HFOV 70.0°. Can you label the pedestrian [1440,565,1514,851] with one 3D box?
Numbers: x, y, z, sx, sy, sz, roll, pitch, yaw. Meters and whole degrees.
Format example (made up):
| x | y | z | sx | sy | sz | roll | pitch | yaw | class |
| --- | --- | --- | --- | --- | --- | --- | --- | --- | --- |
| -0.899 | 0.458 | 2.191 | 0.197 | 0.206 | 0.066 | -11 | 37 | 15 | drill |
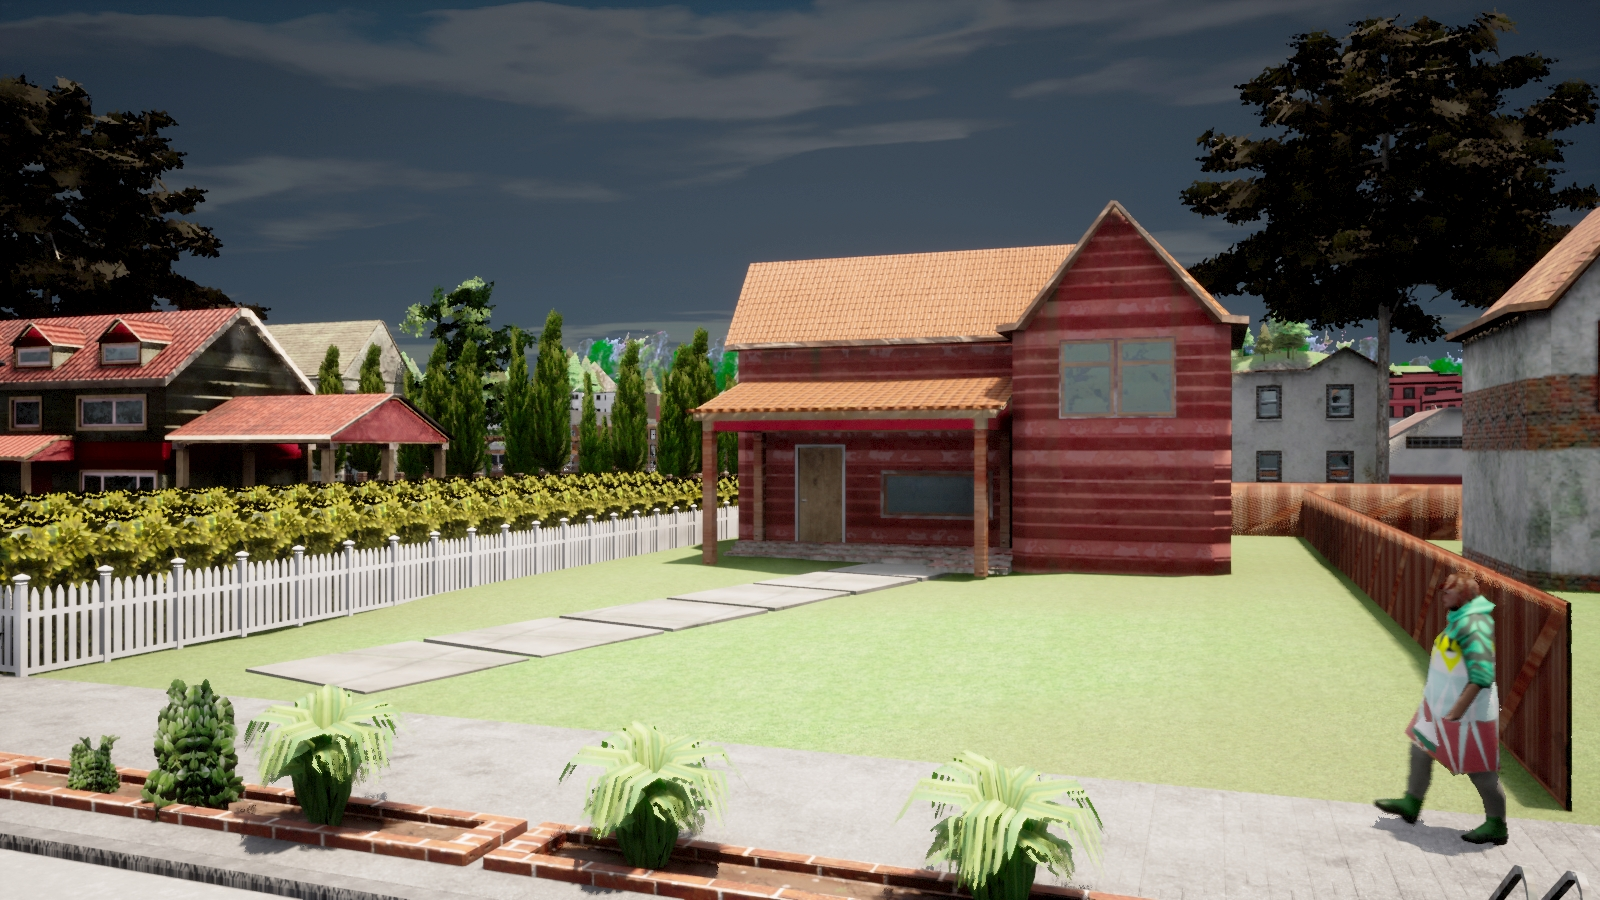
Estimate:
| x | y | z | sx | sy | sz | roll | pitch | yaw | class |
| --- | --- | --- | --- | --- | --- | --- | --- | --- | --- |
| 4.649 | 1.744 | 7.858 | 0.375 | 1.860 | 0.375 | 0 | 0 | 20 | pedestrian |
